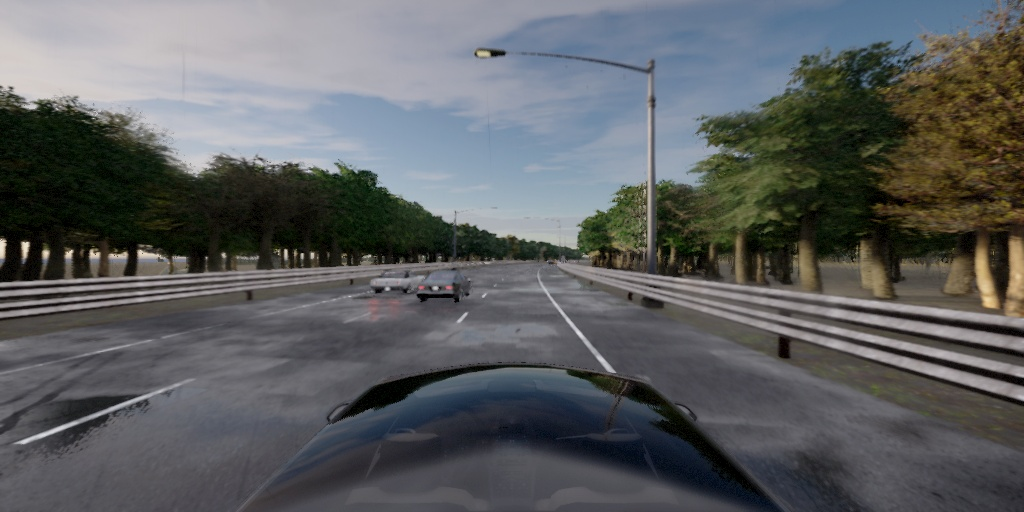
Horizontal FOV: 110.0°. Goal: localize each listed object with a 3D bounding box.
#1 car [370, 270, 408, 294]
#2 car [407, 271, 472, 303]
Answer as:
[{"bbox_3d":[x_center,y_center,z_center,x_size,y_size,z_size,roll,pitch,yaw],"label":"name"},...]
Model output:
[{"bbox_3d":[-6.580,1.495,21.340,1.895,1.301,4.718,0,0,2],"label":"car"},{"bbox_3d":[-3.187,1.421,17.670,2.033,1.411,5.357,0,0,1],"label":"car"}]
